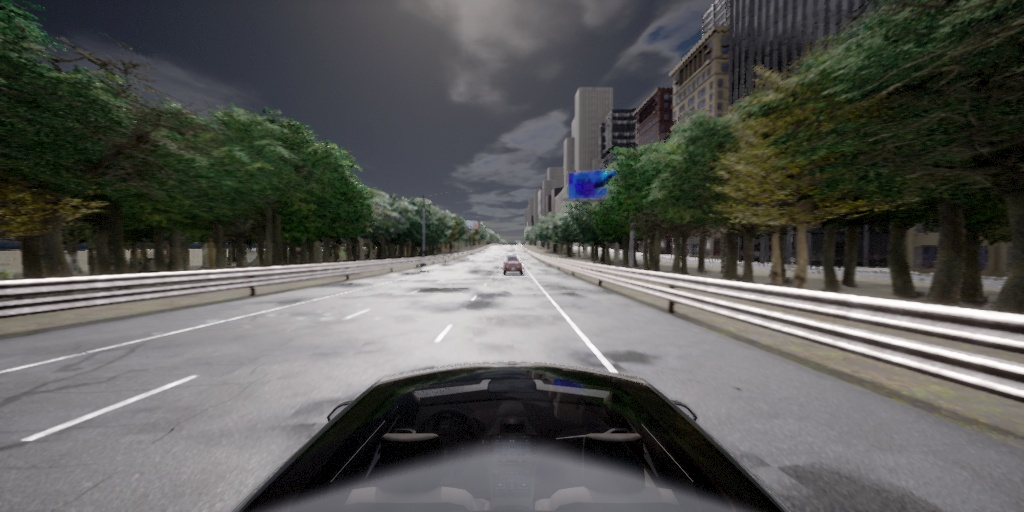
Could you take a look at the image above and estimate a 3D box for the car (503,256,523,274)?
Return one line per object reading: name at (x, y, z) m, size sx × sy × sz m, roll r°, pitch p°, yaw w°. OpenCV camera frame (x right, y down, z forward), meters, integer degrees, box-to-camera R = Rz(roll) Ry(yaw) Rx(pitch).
car at (0.103, 1.012, 35.945) m, size 1.812 × 1.442 × 4.674 m, roll 0°, pitch 1°, yaw 0°
